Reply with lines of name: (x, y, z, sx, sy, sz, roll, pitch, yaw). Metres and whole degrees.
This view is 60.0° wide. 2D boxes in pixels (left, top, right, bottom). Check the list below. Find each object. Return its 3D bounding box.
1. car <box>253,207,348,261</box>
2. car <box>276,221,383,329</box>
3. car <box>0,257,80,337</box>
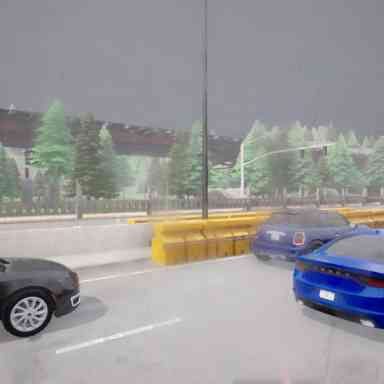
car: (4.185, 1.352, 11.037, 4.553, 1.767, 2.097, 0, 0, -36)
car: (4.147, 1.478, 6.709, 5.008, 1.535, 1.882, 0, 0, -36)
car: (-4.235, 1.505, 5.025, 4.892, 1.490, 1.837, 0, 0, -35)
